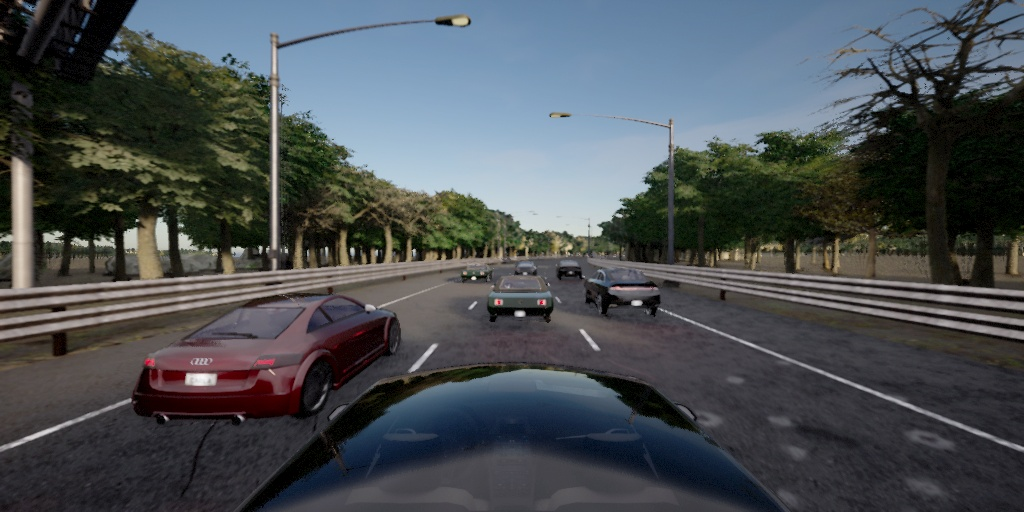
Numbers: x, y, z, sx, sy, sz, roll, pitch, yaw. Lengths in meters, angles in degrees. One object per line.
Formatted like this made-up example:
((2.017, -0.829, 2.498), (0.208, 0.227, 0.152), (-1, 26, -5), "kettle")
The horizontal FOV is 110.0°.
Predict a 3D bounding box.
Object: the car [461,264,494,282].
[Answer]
((-2.514, 1.241, 27.133), (1.895, 1.301, 4.718), (0, 0, 4), "car")

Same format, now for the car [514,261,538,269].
((1.165, 1.159, 29.677), (1.812, 1.442, 4.674), (0, 0, 4), "car")

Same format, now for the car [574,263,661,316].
((3.830, 1.196, 13.217), (2.128, 1.511, 4.902), (0, 0, 2), "car")

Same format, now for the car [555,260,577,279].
((4.724, 1.112, 30.210), (1.882, 1.535, 5.008), (0, 0, 4), "car")

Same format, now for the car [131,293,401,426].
((-3.333, 1.293, 5.878), (1.994, 1.385, 4.181), (0, 0, 1), "car")

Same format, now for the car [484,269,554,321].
((0.288, 1.306, 12.173), (1.895, 1.301, 4.718), (0, 0, 2), "car")
